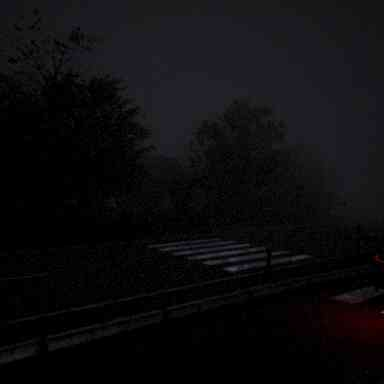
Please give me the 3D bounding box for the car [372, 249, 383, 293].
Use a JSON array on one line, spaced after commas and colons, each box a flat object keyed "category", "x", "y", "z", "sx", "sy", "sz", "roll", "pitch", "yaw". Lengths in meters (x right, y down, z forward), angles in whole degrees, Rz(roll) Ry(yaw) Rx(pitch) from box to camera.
[{"category": "car", "x": 6.025, "y": 1.466, "z": 7.173, "sx": 5.008, "sy": 1.535, "sz": 1.882, "roll": 0, "pitch": 0, "yaw": -30}]
